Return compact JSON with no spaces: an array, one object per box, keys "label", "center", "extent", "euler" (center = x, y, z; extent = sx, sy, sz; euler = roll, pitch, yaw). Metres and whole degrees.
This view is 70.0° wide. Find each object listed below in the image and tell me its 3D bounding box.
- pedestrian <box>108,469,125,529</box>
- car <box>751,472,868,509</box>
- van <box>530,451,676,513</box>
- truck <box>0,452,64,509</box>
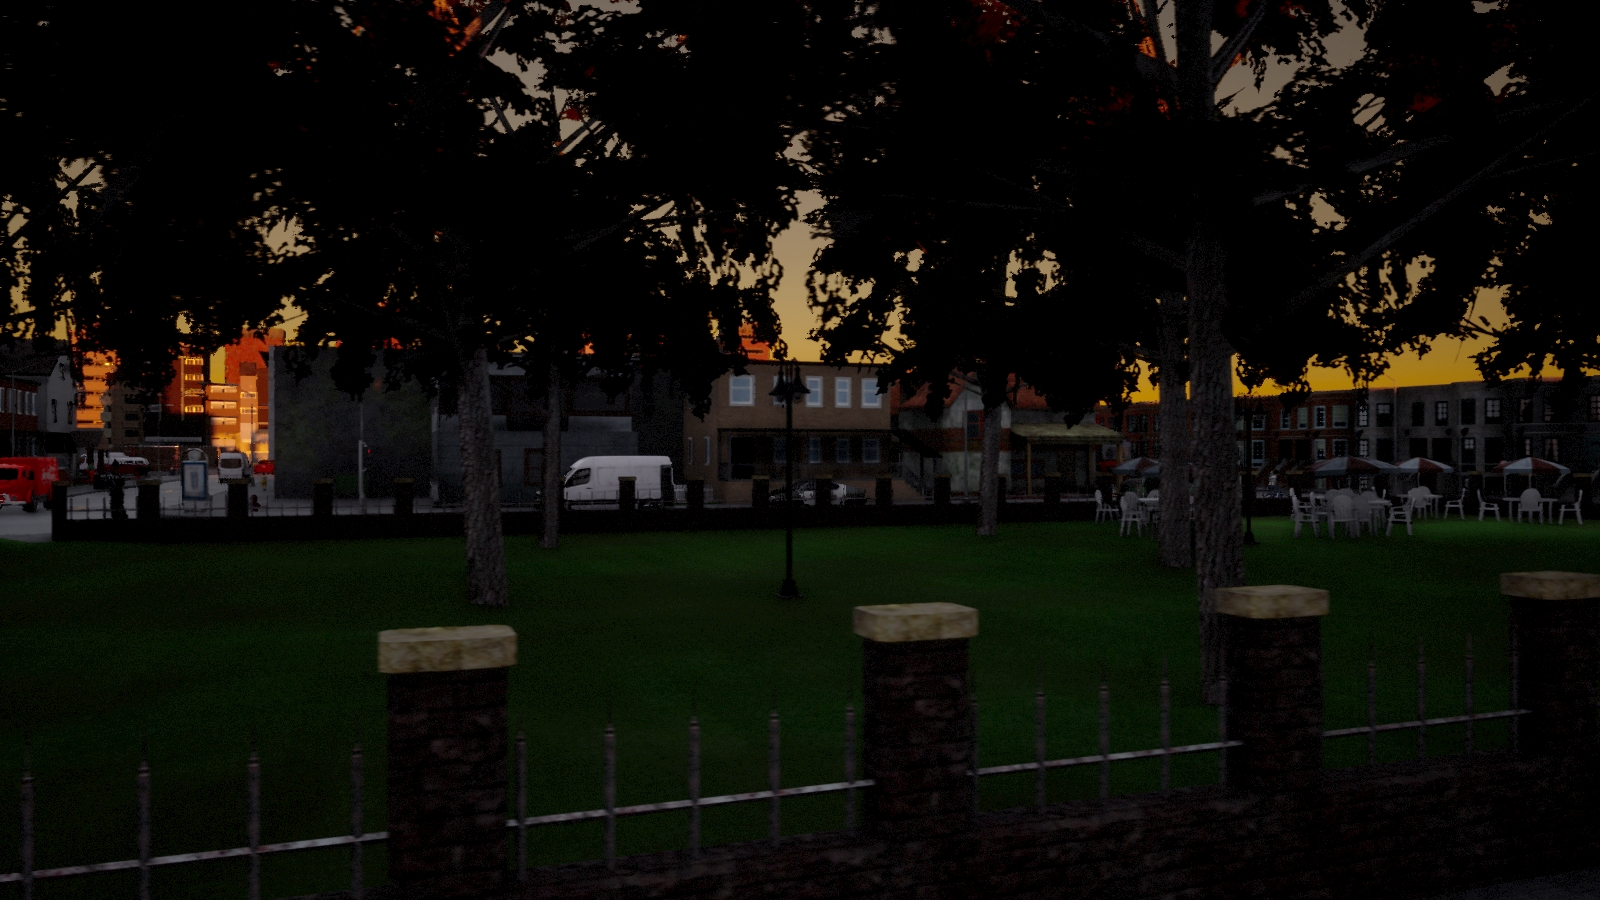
[{"label":"pedestrian","center":[-21.428,1.525,35.835],"extent":[0.375,1.860,0.375],"euler":[0,0,-15]},{"label":"car","center":[0.419,1.818,52.310],"extent":[4.974,1.542,2.038],"euler":[0,0,-21]},{"label":"van","center":[-8.424,1.314,48.953],"extent":[5.915,2.561,1.988],"euler":[0,0,-20]},{"label":"truck","center":[-35.872,1.344,52.278],"extent":[2.627,2.467,5.204],"euler":[0,0,-20]}]
